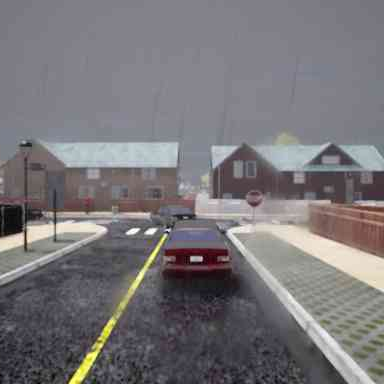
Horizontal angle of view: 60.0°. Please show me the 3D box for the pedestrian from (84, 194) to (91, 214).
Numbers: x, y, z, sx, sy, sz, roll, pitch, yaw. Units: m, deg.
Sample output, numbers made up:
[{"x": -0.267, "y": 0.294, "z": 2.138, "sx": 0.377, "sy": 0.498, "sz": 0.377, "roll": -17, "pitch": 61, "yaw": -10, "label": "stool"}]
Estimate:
[{"x": -9.362, "y": 1.069, "z": 29.693, "sx": 0.375, "sy": 1.860, "sz": 0.375, "roll": 0, "pitch": -1, "yaw": 1, "label": "pedestrian"}]

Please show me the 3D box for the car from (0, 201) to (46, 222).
[{"x": -12.995, "y": 1.386, "z": 23.911, "sx": 4.902, "sy": 1.511, "sz": 2.128, "roll": 1, "pitch": 0, "yaw": 1, "label": "car"}]

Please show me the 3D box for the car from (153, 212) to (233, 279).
[{"x": 0.100, "y": 1.552, "z": 9.994, "sx": 2.033, "sy": 1.411, "sz": 5.357, "roll": 0, "pitch": 0, "yaw": 0, "label": "car"}]

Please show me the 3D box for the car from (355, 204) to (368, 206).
[{"x": 12.898, "y": 1.698, "z": 26.280, "sx": 5.357, "sy": 1.411, "sz": 2.033, "roll": 1, "pitch": 0, "yaw": 1, "label": "car"}]

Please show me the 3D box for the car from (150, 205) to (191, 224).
[{"x": -1.277, "y": 1.553, "z": 21.678, "sx": 2.033, "sy": 1.411, "sz": 5.357, "roll": 0, "pitch": 0, "yaw": -20, "label": "car"}]
